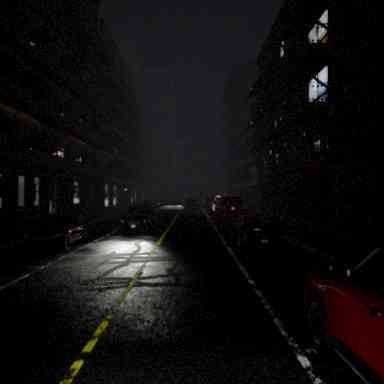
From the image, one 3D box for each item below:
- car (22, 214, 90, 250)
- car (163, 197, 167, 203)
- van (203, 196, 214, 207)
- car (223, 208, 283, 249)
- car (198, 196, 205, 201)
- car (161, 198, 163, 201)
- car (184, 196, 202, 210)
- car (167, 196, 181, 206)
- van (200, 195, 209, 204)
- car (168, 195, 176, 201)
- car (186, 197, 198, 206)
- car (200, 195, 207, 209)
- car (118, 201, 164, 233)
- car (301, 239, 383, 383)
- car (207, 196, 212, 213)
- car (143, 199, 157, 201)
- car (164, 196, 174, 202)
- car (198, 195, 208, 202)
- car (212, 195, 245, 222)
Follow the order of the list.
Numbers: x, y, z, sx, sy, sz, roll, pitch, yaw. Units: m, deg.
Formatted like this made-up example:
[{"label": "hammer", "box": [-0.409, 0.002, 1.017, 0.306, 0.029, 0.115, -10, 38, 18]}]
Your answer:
[{"label": "car", "box": [-5.691, 1.627, 14.477, 1.802, 1.307, 4.206, 0, 0, 0]}, {"label": "car", "box": [-5.704, 1.779, 71.301, 1.887, 1.381, 4.507, 0, 0, 0]}, {"label": "van", "box": [2.681, 1.516, 54.259, 1.690, 1.788, 3.998, 0, 0, 0]}, {"label": "car", "box": [2.689, 1.596, 14.482, 2.008, 1.369, 4.403, 0, 0, 0]}, {"label": "car", "box": [2.671, 1.883, 94.034, 1.947, 1.339, 4.313, 0, 0, 0]}, {"label": "car", "box": [-5.699, 1.737, 48.572, 1.802, 1.307, 4.206, 0, 0, 0]}, {"label": "car", "box": [0.011, 1.626, 44.992, 1.882, 1.535, 5.008, 0, -1, 0]}, {"label": "car", "box": [-3.057, 1.799, 61.205, 1.895, 1.301, 4.718, 0, 0, 1]}, {"label": "van", "box": [2.677, 1.576, 71.306, 1.690, 1.788, 3.998, 0, 0, 0]}, {"label": "car", "box": [-5.709, 1.757, 94.031, 1.967, 1.590, 4.097, 0, 0, 0]}, {"label": "car", "box": [0.002, 1.762, 62.877, 2.033, 1.411, 5.357, 0, 0, 0]}, {"label": "car", "box": [2.682, 1.470, 48.577, 2.192, 1.841, 5.009, 0, 0, 0]}, {"label": "car", "box": [-3.105, 1.554, 20.018, 2.128, 1.511, 4.902, 0, 0, 0]}, {"label": "car", "box": [2.693, 1.325, 3.118, 2.192, 1.841, 5.009, 0, 0, 0]}, {"label": "car", "box": [3.099, 1.337, 34.749, 2.150, 2.045, 5.566, 0, 0, 0]}, {"label": "car", "box": [-5.697, 1.681, 42.889, 1.887, 1.381, 4.507, 0, 0, 0]}, {"label": "car", "box": [-5.707, 1.826, 82.666, 2.008, 1.369, 4.403, 0, 0, 0]}, {"label": "car", "box": [2.674, 1.590, 82.671, 2.192, 1.841, 5.009, 0, 0, 0]}, {"label": "car", "box": [3.100, 1.315, 27.749, 2.150, 2.045, 5.566, 0, 0, 0]}]
